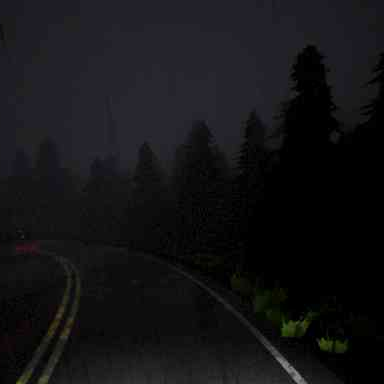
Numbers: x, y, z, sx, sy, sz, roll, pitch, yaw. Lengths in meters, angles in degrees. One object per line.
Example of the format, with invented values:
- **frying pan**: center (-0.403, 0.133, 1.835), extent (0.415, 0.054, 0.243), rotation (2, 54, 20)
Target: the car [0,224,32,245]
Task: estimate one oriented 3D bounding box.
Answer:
- **car**: center (-14.501, 3.290, 26.074), extent (4.902, 1.511, 2.128), rotation (-5, -2, 35)
